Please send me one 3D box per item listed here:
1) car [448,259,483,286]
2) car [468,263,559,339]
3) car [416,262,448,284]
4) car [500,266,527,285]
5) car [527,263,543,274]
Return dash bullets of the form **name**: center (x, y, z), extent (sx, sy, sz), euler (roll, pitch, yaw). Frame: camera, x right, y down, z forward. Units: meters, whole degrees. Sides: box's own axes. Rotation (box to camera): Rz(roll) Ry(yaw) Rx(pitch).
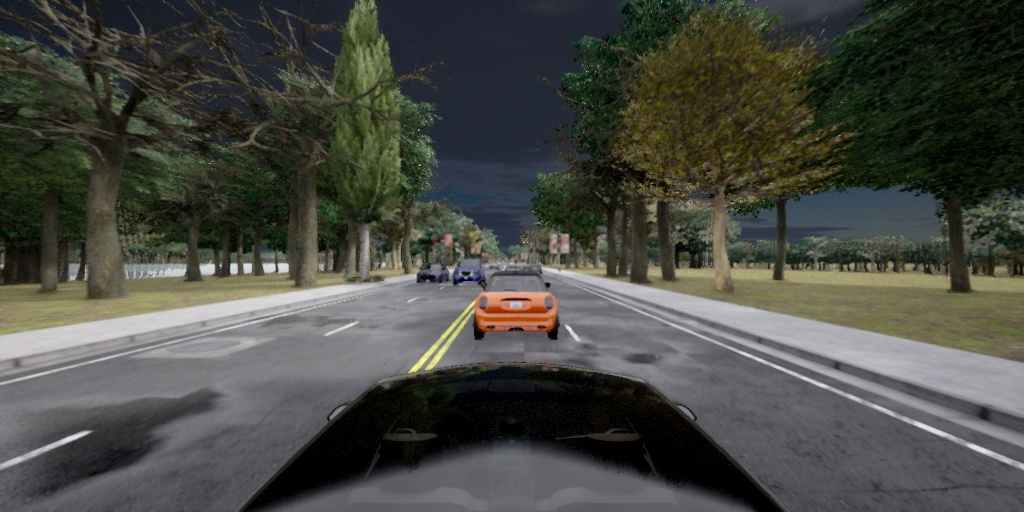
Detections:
- **car**: center (-3.345, 1.245, 28.743), extent (2.150, 2.045, 5.566), euler (0, -1, 0)
- **car**: center (0.098, 1.187, 10.567), extent (2.097, 1.767, 4.553), euler (0, -1, 0)
- **car**: center (-6.593, 1.393, 30.297), extent (2.097, 1.767, 4.553), euler (0, -1, 0)
- **car**: center (0.102, 1.588, 30.242), extent (2.033, 1.411, 5.357), euler (0, -1, 0)
- **car**: center (3.308, 1.803, 52.604), extent (2.128, 1.511, 4.902), euler (0, -1, 0)
